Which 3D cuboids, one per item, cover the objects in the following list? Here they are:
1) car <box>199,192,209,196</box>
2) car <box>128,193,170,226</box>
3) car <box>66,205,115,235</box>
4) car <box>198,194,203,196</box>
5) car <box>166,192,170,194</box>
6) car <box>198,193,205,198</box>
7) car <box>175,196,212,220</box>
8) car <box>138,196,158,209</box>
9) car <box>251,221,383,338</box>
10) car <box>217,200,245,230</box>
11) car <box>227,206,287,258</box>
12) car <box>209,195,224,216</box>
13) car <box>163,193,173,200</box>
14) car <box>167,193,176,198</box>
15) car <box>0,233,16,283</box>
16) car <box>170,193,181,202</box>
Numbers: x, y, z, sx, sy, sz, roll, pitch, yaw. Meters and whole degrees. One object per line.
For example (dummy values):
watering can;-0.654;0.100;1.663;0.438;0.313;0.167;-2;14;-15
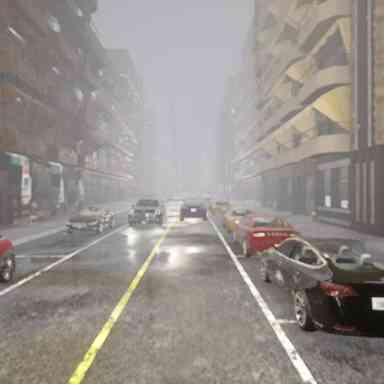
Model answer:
car;2.586;1.113;57.562;2.008;1.369;4.403;1;0;0
car;-2.845;1.182;21.869;2.097;1.767;4.553;0;0;0
car;-5.302;1.412;17.840;2.008;1.369;4.403;1;0;0
car;0.105;1.279;41.931;1.895;1.301;4.718;0;0;0
car;-5.273;1.145;57.535;1.802;1.307;4.206;1;0;0
car;2.592;0.886;91.586;1.947;1.339;4.313;1;0;0
car;0.106;1.305;25.560;2.163;1.488;4.792;0;0;0
car;-5.303;1.216;40.352;1.752;1.417;4.829;1;0;0
car;2.576;1.514;6.526;1.947;1.339;4.313;1;0;0
car;2.578;1.384;18.037;1.752;1.417;4.829;1;0;0
car;2.577;1.449;12.197;1.887;1.381;4.507;1;0;0
car;2.581;1.298;29.378;1.752;1.417;4.829;1;0;0
car;-5.258;0.985;74.547;1.887;1.381;4.507;1;0;0
car;-5.256;0.910;85.888;2.008;1.369;4.403;1;0;0
car;-5.303;1.389;6.498;1.967;1.590;4.097;1;0;0
car;-2.761;1.129;62.280;1.895;1.301;4.718;0;0;1
